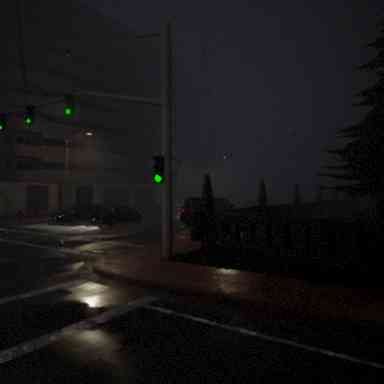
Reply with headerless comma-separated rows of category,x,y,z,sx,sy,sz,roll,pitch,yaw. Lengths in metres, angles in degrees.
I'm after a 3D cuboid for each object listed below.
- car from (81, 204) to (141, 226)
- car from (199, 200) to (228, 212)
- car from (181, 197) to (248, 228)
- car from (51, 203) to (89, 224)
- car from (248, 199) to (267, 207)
car,-5.791,1.748,25.069,1.994,1.385,4.181,0,0,35
car,2.851,1.775,43.639,1.994,1.385,4.181,0,0,35
car,1.492,1.363,23.118,2.150,2.045,5.566,0,0,35
car,-8.852,1.715,26.800,1.837,1.490,4.892,0,0,35
car,8.663,1.736,45.848,2.033,1.411,5.357,0,0,35
